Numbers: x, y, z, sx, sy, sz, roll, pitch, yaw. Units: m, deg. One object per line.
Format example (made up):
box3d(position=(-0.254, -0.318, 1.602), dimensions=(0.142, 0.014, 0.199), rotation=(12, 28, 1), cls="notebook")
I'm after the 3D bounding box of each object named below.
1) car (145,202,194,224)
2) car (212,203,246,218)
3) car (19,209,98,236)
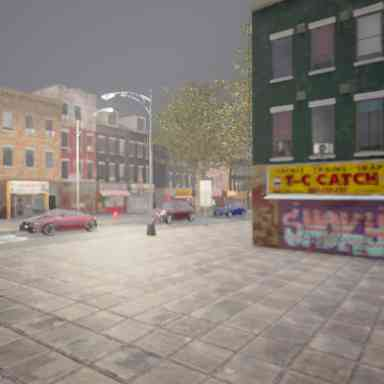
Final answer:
box3d(position=(-1.766, 1.604, 27.391), dimensions=(2.097, 1.767, 4.553), rotation=(0, -1, 35), cls="car")
box3d(position=(4.052, 1.916, 35.619), dimensions=(1.882, 1.535, 5.008), rotation=(0, -1, 35), cls="car")
box3d(position=(-7.575, 1.667, 19.197), dimensions=(1.994, 1.385, 4.181), rotation=(0, -1, 37), cls="car")
